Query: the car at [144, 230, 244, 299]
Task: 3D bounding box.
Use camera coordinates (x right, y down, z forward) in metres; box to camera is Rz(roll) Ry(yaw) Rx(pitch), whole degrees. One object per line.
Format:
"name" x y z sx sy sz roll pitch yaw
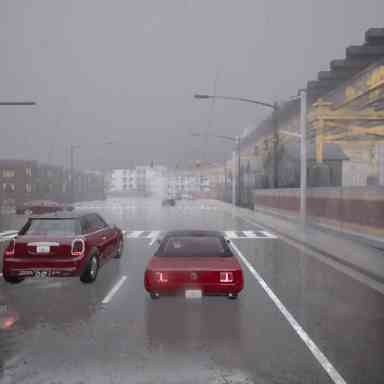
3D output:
"car" 0.047 1.601 8.387 1.895 1.301 4.718 0 0 0

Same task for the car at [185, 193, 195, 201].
"car" -0.210 1.591 87.262 1.895 1.301 4.718 0 0 -3

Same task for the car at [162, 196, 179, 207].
"car" -3.616 1.505 52.696 1.837 1.490 4.892 0 0 1

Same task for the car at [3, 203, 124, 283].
"car" -3.449 1.352 9.857 2.097 1.767 4.553 0 0 0

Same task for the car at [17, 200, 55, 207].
"car" -13.775 1.477 31.311 5.008 1.535 1.882 0 1 -25

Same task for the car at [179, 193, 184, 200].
"car" -3.728 1.595 89.050 1.895 1.301 4.718 0 0 -3
